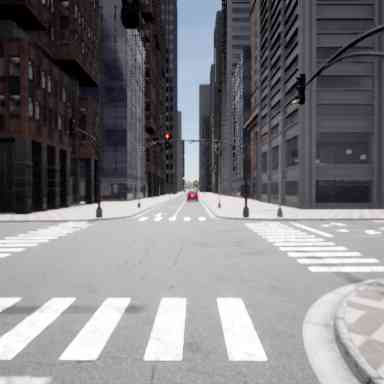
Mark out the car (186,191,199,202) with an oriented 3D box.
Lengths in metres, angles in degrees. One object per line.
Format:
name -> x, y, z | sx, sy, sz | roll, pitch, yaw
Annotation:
car -> 0.104, 0.815, 63.336 | 2.150, 2.045, 5.566 | 0, 0, 0

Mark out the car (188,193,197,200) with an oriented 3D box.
car -> 0.131, 0.961, 73.764 | 1.895, 1.301, 4.718 | 0, 0, 0
